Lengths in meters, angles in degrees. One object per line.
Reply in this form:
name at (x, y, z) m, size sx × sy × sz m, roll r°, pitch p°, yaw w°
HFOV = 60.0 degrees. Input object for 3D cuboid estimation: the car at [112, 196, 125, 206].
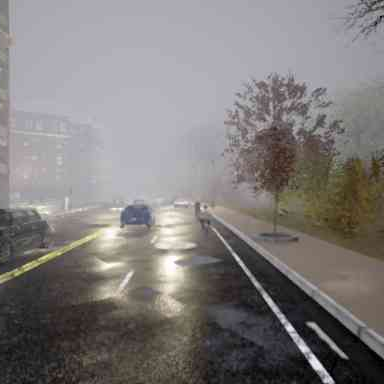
car at (-11.955, 1.356, 54.511) m, size 2.128 × 1.511 × 4.902 m, roll 0°, pitch 0°, yaw -8°

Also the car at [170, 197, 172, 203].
car at (-3.535, 1.524, 69.725) m, size 1.812 × 1.442 × 4.674 m, roll 0°, pitch 0°, yaw -6°

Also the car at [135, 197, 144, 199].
car at (-8.708, 1.531, 54.828) m, size 1.895 × 1.301 × 4.718 m, roll 0°, pitch 0°, yaw -5°

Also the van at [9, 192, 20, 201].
van at (-33.796, 0.960, 61.282) m, size 3.998 × 1.788 × 1.690 m, roll 1°, pitch -1°, yaw -34°

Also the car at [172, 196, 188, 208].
car at (-1.587, 1.605, 47.384) m, size 1.895 × 1.301 × 4.718 m, roll 0°, pitch 0°, yaw -4°

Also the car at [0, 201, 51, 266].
car at (-6.716, 1.365, 11.492) m, size 2.097 × 1.767 × 4.553 m, roll 0°, pitch 0°, yaw -1°

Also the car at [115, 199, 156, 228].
car at (-3.539, 1.487, 22.295) m, size 1.882 × 1.535 × 5.008 m, roll 0°, pitch 0°, yaw -2°

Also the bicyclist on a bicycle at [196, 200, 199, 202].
bicyclist on a bicycle at (0.410, 1.456, 25.227) m, size 0.582 × 1.620 × 1.656 m, roll 0°, pitch 0°, yaw -2°

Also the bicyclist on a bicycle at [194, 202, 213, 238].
bicyclist on a bicycle at (0.665, 1.438, 16.489) m, size 0.866 × 1.612 × 1.509 m, roll 0°, pitch 0°, yaw -1°
